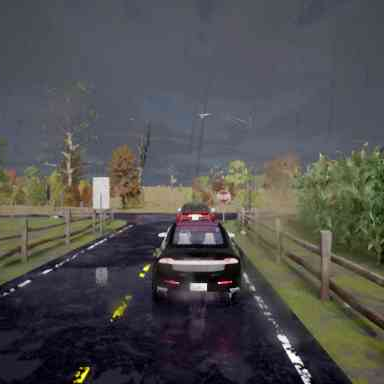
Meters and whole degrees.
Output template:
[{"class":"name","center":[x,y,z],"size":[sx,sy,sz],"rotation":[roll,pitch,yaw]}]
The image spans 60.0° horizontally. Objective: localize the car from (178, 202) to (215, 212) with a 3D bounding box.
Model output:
[{"class":"car","center":[0.258,1.343,18.936],"size":[2.097,1.767,4.553],"rotation":[0,0,2]}]

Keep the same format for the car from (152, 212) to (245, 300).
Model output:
[{"class":"car","center":[0.127,1.488,8.375],"size":[2.128,1.511,4.902],"rotation":[0,0,0]}]
